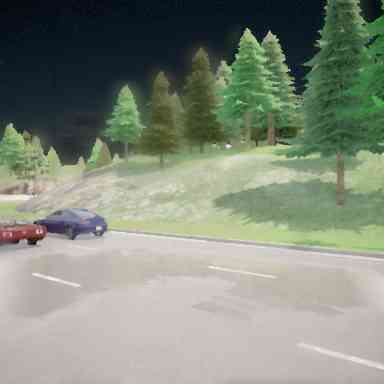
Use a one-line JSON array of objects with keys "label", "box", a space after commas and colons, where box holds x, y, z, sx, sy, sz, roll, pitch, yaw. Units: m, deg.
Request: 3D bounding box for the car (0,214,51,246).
[{"label": "car", "box": [-8.293, 1.617, 14.084, 4.718, 1.301, 1.895, 0, 0, 36]}]

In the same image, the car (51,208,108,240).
[{"label": "car", "box": [-6.236, 1.534, 16.916, 4.674, 1.442, 1.812, 0, 0, 36]}]
